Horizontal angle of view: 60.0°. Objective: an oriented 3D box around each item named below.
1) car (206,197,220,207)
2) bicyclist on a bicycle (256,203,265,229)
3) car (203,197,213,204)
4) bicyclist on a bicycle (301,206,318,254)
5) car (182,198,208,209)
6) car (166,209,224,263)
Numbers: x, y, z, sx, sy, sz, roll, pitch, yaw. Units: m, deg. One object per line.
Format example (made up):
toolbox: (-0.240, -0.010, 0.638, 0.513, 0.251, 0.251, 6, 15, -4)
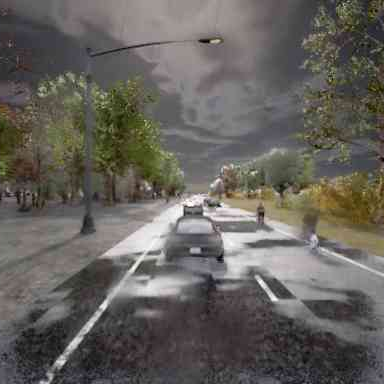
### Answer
car: (3.607, 1.759, 55.338, 1.994, 1.385, 4.181, 0, 0, 0)
bicyclist on a bicycle: (4.469, 1.530, 21.572, 0.582, 1.620, 1.656, 0, -1, 0)
car: (3.511, 1.855, 73.398, 1.895, 1.301, 4.718, 0, 0, 0)
bicyclist on a bicycle: (4.466, 1.417, 12.758, 0.659, 1.776, 1.843, 0, 0, 0)
car: (0.102, 1.600, 31.331, 2.128, 1.511, 4.902, 0, 0, 0)
car: (0.099, 1.568, 12.096, 1.812, 1.442, 4.674, 0, 0, 0)
